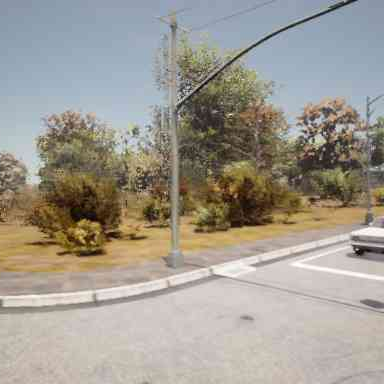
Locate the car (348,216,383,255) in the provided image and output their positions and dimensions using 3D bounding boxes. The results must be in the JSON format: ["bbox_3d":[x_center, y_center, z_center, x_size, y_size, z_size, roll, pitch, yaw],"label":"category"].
[{"bbox_3d":[7.610,1.556,12.259,4.718,1.301,1.895,-1,0,-42],"label":"car"}]
